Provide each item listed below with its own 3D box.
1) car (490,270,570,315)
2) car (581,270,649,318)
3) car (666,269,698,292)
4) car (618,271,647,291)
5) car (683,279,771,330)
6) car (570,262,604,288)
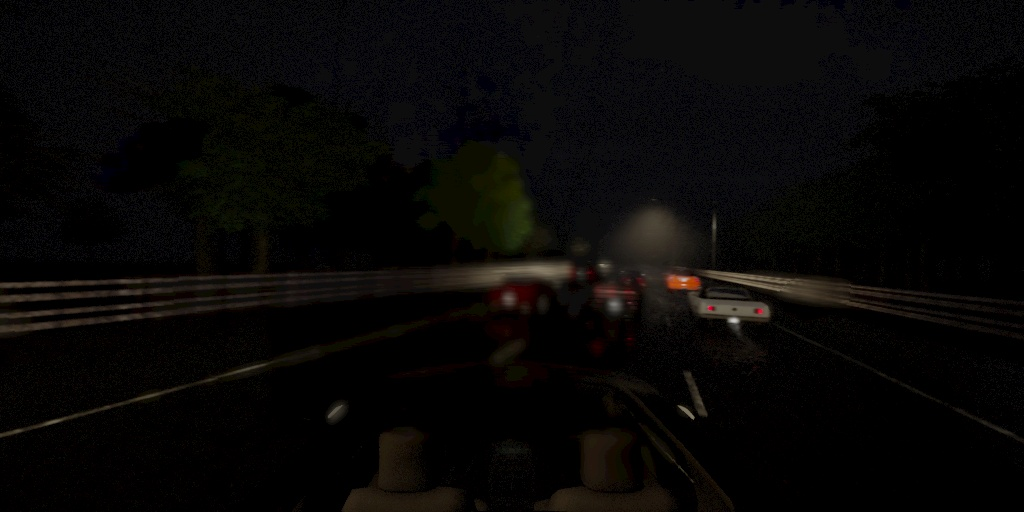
[{"bbox_3d":[0.795,1.421,14.952,1.882,1.535,5.008,1,-1,21],"label":"car"},{"bbox_3d":[4.442,1.532,14.679,2.128,1.511,4.902,1,-1,21],"label":"car"},{"bbox_3d":[12.965,1.792,27.415,2.097,1.767,4.553,1,-1,21],"label":"car"},{"bbox_3d":[9.761,1.935,28.844,1.994,1.385,4.181,1,-1,21],"label":"car"},{"bbox_3d":[7.495,1.702,12.883,1.895,1.301,4.718,1,-1,21],"label":"car"},{"bbox_3d":[6.032,1.491,28.892,2.150,2.045,5.566,1,-1,21],"label":"car"}]
